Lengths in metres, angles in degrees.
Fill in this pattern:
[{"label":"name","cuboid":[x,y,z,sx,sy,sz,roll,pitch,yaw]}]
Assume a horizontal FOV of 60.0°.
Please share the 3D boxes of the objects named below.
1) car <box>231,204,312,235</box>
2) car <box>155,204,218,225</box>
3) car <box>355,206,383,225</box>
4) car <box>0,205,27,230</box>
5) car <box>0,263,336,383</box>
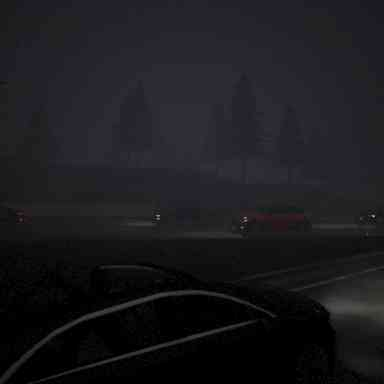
[{"label":"car","cuboid":[4.673,1.555,19.796,4.553,1.767,2.097,1,-1,-11]},{"label":"car","cuboid":[-0.419,1.717,25.965,4.892,1.490,1.837,1,0,-9]},{"label":"car","cuboid":[15.422,1.843,26.850,4.902,1.511,2.128,1,0,-23]},{"label":"car","cuboid":[-12.958,1.555,20.633,4.902,1.511,2.128,1,-1,-10]},{"label":"car","cuboid":[-0.446,1.515,3.354,4.902,1.511,2.128,1,-1,-37]}]
